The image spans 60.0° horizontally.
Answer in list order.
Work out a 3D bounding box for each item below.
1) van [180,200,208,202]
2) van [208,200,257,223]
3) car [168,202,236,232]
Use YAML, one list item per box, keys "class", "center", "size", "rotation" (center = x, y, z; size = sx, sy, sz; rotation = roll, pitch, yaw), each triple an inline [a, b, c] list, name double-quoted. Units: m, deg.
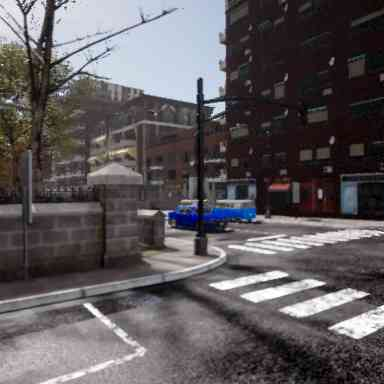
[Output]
- class: "van"
  center: [0.224, 1.650, 32.059]
  size: [1.690, 1.788, 3.998]
  rotation: [-2, 0, -36]
- class: "van"
  center: [3.481, 1.559, 27.580]
  size: [1.690, 1.788, 3.998]
  rotation: [-2, 0, -36]
- class: "car"
  center: [0.331, 1.698, 22.095]
  size: [1.882, 1.535, 5.008]
  rotation: [-1, -1, -36]
